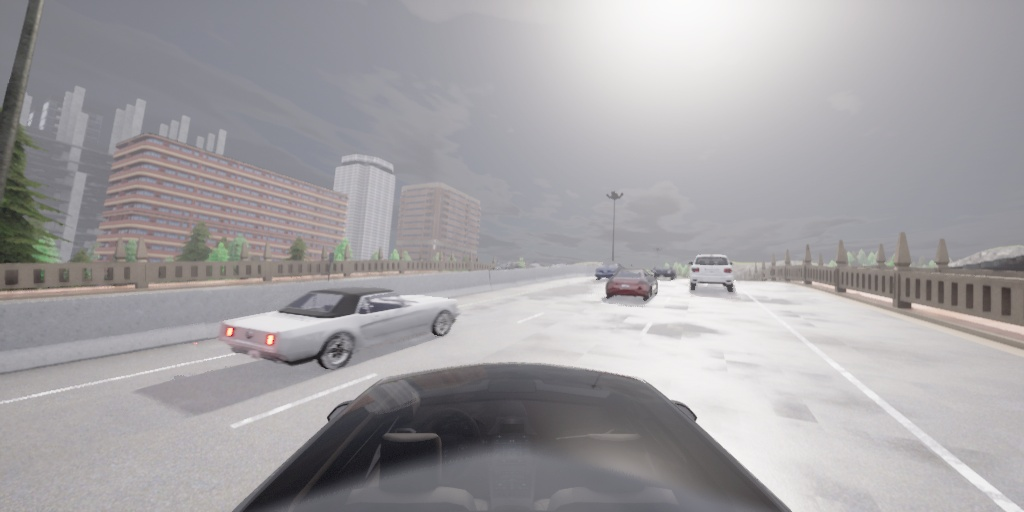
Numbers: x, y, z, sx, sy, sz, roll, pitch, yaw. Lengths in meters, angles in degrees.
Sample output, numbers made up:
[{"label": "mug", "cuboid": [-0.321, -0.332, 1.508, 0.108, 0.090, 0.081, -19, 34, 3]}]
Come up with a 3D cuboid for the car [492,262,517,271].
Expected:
[{"label": "car", "cuboid": [-0.608, 1.448, 43.209, 2.128, 1.511, 4.902, 0, -3, 28]}]

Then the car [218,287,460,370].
[{"label": "car", "cuboid": [-3.180, 1.331, 7.834, 1.895, 1.301, 4.718, 0, 0, 28]}]

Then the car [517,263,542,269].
[{"label": "car", "cuboid": [2.805, 1.527, 42.175, 1.812, 1.442, 4.674, 0, -3, 28]}]

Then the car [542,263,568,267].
[{"label": "car", "cuboid": [5.291, 1.475, 39.394, 1.812, 1.442, 4.674, 0, -2, 28]}]

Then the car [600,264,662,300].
[{"label": "car", "cuboid": [6.009, 1.301, 17.792, 1.994, 1.385, 4.181, 0, 0, 28]}]

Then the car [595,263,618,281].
[{"label": "car", "cuboid": [8.323, 1.303, 29.717, 2.033, 1.411, 5.357, 0, -1, 28]}]

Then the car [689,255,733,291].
[{"label": "car", "cuboid": [12.226, 0.967, 22.092, 2.150, 2.045, 5.566, 0, 0, 28]}]

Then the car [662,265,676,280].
[{"label": "car", "cuboid": [14.008, 1.519, 33.009, 1.895, 1.301, 4.718, 0, -2, 28]}]
